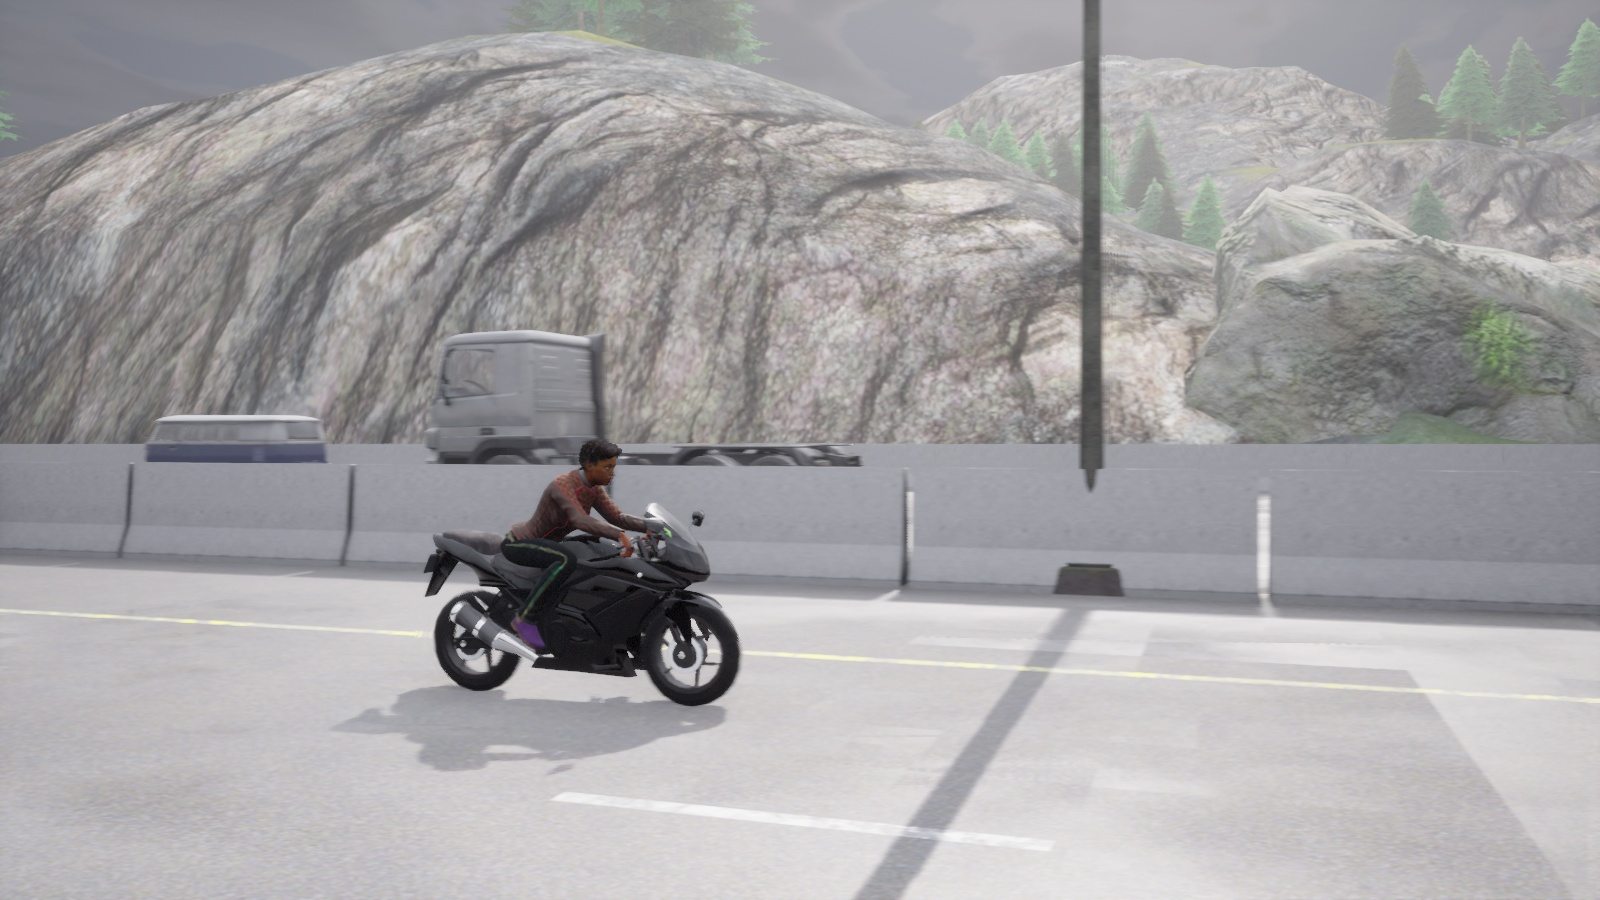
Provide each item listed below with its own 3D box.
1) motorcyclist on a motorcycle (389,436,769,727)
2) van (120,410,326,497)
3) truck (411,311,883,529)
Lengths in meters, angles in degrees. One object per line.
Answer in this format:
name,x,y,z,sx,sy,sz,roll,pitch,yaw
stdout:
motorcyclist on a motorcycle,-1.278,0.687,7.315,2.044,1.523,0.797,1,1,19
van,-13.759,0.047,29.973,4.442,1.987,1.775,1,1,19
truck,-2.741,-0.527,22.563,7.936,3.462,2.891,1,1,19
